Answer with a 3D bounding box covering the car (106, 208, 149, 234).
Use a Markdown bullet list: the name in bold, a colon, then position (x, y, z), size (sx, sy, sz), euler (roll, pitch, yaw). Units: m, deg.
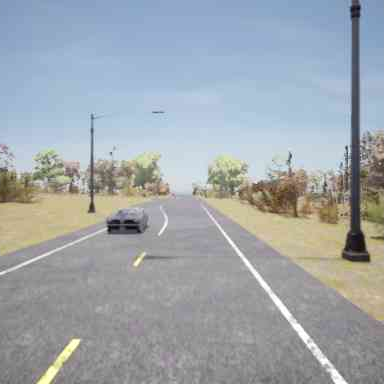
- **car**: position (-3.680, 1.608, 19.612), size (1.895, 1.301, 4.718), euler (0, 0, -1)
